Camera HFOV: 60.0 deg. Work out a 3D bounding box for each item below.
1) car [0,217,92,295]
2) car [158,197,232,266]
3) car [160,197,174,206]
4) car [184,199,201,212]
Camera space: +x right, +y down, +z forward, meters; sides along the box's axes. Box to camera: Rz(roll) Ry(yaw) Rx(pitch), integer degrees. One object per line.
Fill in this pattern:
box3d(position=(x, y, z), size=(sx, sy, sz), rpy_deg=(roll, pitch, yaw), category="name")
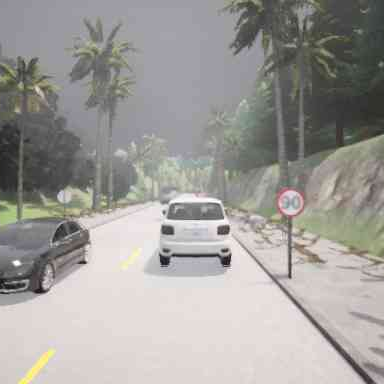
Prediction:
box3d(position=(-4.102, 1.487, 8.839), size=(1.837, 1.490, 4.892), rpy_deg=(0, 0, 0), category="car")
box3d(position=(0.097, 1.199, 11.638), size=(2.150, 2.045, 5.566), rpy_deg=(0, 0, 0), category="car")
box3d(position=(-4.061, 1.498, 54.314), size=(1.895, 1.301, 4.718), rpy_deg=(0, 0, 1), category="car")
box3d(position=(0.093, 1.527, 39.059), size=(1.895, 1.301, 4.718), rpy_deg=(0, 0, 0), category="car")
